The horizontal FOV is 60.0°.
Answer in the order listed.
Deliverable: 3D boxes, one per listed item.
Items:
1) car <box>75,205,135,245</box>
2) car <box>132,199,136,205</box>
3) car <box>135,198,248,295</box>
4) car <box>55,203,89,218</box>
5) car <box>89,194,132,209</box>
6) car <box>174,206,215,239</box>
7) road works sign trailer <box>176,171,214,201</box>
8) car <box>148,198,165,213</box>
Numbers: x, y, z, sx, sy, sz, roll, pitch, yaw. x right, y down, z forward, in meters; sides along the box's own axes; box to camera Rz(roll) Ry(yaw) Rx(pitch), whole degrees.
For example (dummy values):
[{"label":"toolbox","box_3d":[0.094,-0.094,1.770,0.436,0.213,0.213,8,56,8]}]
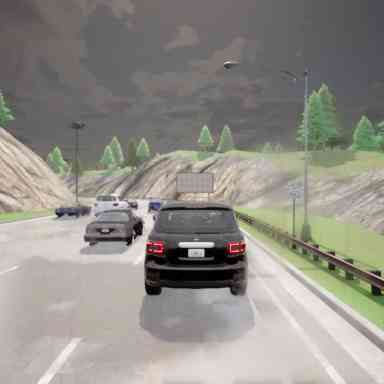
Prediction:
[{"label":"car","box_3d":[-3.412,1.547,15.382,2.033,1.411,5.357,0,0,-1]},{"label":"car","box_3d":[-8.056,1.601,43.606,1.895,1.301,4.718,0,0,-7]},{"label":"car","box_3d":[0.088,1.221,8.840,2.150,2.045,5.566,0,0,0]},{"label":"car","box_3d":[-10.524,1.601,29.845,1.895,1.301,4.718,0,0,-1]},{"label":"car","box_3d":[-7.002,1.216,29.250,2.150,2.045,5.566,0,-1,-1]},{"label":"car","box_3d":[0.114,1.559,18.064,1.994,1.385,4.181,0,0,0]},{"label":"road works sign trailer","box_3d":[0.189,0.464,21.560,2.380,3.560,2.880,0,0,0]},{"label":"car","box_3d":[-4.073,1.477,38.865,1.882,1.535,5.008,0,0,-5]}]
